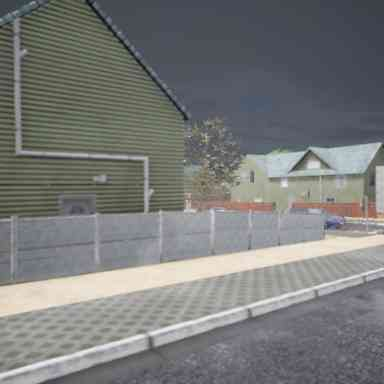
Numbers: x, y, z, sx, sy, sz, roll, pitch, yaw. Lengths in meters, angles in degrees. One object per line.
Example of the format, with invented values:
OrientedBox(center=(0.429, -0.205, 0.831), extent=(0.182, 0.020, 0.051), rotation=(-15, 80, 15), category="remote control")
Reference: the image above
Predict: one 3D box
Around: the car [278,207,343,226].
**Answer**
OrientedBox(center=(9.600, 1.927, 27.227), extent=(1.895, 1.301, 4.718), rotation=(-1, -1, -37), category="car")

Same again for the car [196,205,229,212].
OrientedBox(center=(2.383, 2.042, 32.064), extent=(1.882, 1.535, 5.008), rotation=(-1, -1, -35), category="car")

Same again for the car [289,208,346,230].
OrientedBox(center=(8.445, 1.844, 23.610), extent=(1.812, 1.442, 4.674), rotation=(-1, -1, -36), category="car")
